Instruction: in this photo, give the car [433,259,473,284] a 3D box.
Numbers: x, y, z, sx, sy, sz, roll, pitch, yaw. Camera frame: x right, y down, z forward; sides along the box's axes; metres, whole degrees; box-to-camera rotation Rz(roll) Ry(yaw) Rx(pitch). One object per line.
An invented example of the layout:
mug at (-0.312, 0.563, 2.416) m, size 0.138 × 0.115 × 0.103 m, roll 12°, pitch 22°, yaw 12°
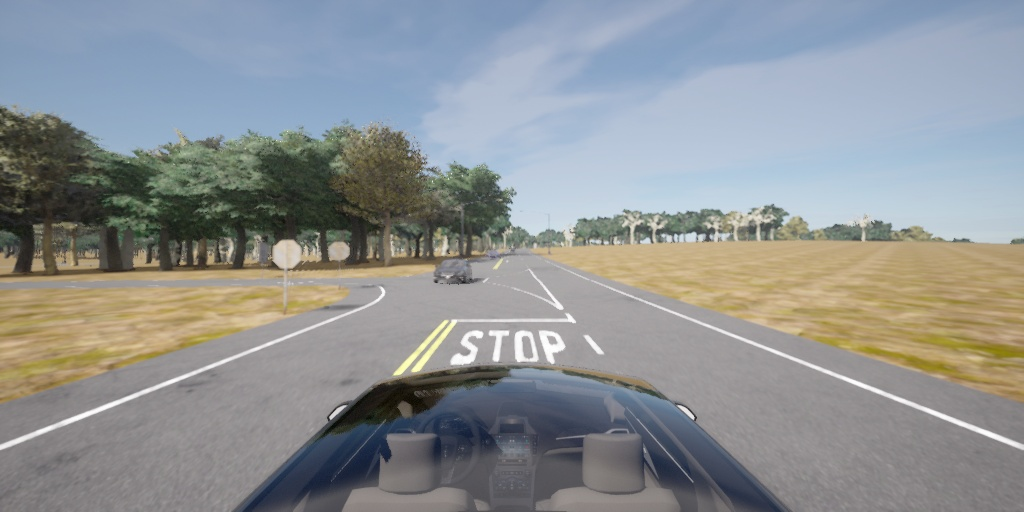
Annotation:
car at (-3.505, 0.915, 21.917) m, size 1.837 × 1.490 × 4.892 m, roll 0°, pitch 0°, yaw 0°
